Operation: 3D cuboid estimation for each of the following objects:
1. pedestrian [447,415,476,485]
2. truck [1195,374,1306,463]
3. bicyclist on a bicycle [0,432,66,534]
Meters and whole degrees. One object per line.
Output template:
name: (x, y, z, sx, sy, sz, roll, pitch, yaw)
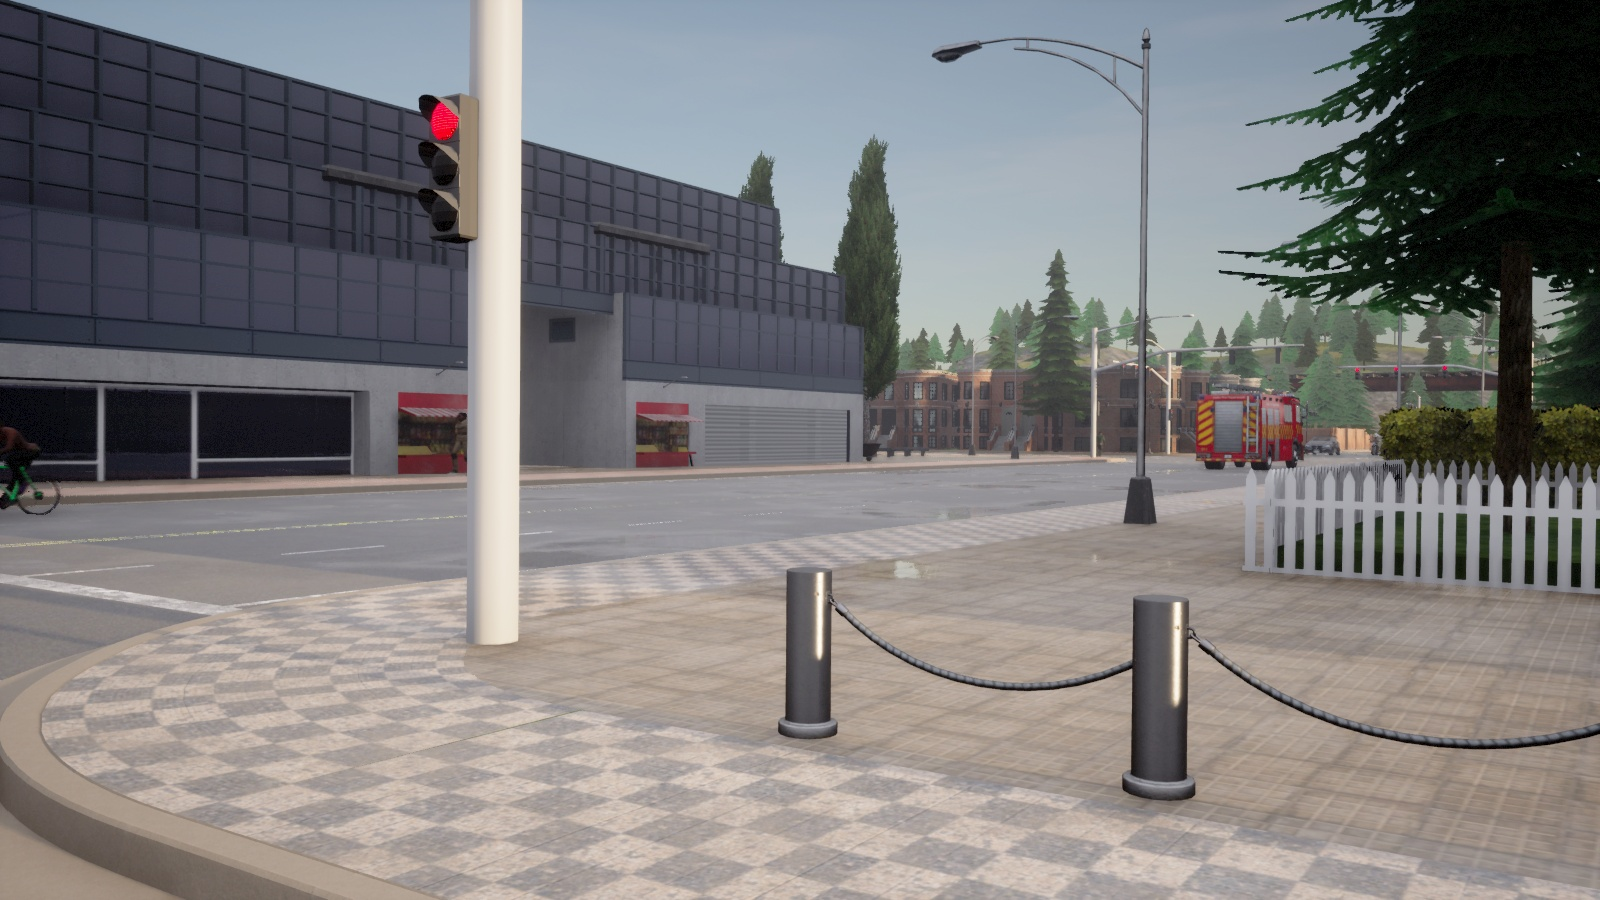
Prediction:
pedestrian: (-9.548, -0.007, 35.405, 0.396, 1.930, 0.692, 0, 1, 31)
truck: (21.085, -1.422, 58.443, 2.891, 3.827, 8.468, 0, 1, 34)
bicyclist on a bicycle: (-12.854, 0.524, 20.232, 0.582, 1.620, 1.656, 0, 1, 34)
